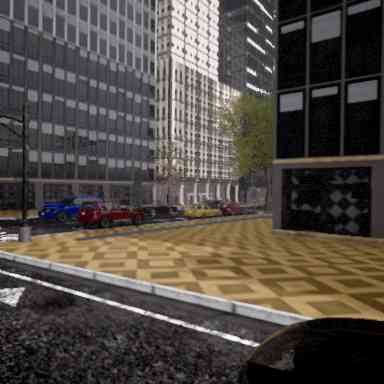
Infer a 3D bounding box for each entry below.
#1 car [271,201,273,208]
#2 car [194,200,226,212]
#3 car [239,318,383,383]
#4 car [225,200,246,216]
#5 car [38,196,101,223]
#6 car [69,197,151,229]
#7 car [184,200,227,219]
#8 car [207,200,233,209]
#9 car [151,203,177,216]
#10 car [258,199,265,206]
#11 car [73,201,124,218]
[{"bbox_3d":[14.130,2.005,54.558,1.812,1.442,4.674,1,0,36],"label":"car"},{"bbox_3d":[2.447,1.804,44.111,1.837,1.490,4.892,1,0,37],"label":"car"},{"bbox_3d":[2.592,1.507,1.838,4.892,1.490,1.837,1,0,36],"label":"car"},{"bbox_3d":[4.427,1.936,37.090,1.802,1.307,4.206,1,0,36],"label":"car"},{"bbox_3d":[-9.738,1.343,27.648,2.150,2.045,5.566,1,0,38],"label":"car"},{"bbox_3d":[-5.631,1.522,23.485,2.192,1.841,5.009,1,0,36],"label":"car"},{"bbox_3d":[1.175,1.832,32.691,1.752,1.417,4.829,1,0,36],"label":"car"},{"bbox_3d":[4.390,1.880,51.133,1.947,1.339,4.313,1,0,36],"label":"car"},{"bbox_3d":[-3.786,1.809,35.715,1.895,1.301,4.718,1,0,37],"label":"car"},{"bbox_3d":[14.346,1.979,64.596,1.752,1.417,4.829,1,0,36],"label":"car"},{"bbox_3d":[-9.120,1.644,32.863,1.752,1.417,4.829,1,0,36],"label":"car"}]
